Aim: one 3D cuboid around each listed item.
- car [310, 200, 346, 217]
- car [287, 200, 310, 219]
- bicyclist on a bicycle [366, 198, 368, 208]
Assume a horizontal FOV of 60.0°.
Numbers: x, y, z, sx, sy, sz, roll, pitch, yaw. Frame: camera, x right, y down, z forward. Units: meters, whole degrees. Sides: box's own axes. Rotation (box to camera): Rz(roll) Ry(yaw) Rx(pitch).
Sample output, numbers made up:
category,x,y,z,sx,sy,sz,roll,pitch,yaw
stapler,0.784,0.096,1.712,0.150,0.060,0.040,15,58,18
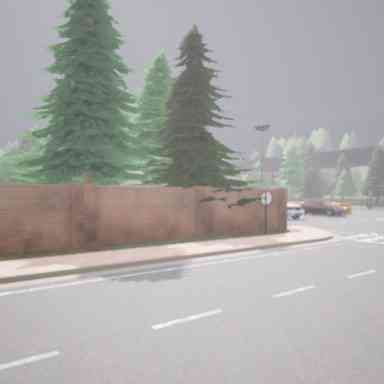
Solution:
category,x,y,z,sx,sy,sz,roll,pitch,yaw
car,13.620,1.604,34.661,2.097,1.767,4.553,1,0,-35
car,7.655,1.417,30.978,2.150,2.045,5.566,1,0,-35
bicyclist on a bicycle,27.876,1.730,52.597,1.656,1.620,0.582,0,0,-35
